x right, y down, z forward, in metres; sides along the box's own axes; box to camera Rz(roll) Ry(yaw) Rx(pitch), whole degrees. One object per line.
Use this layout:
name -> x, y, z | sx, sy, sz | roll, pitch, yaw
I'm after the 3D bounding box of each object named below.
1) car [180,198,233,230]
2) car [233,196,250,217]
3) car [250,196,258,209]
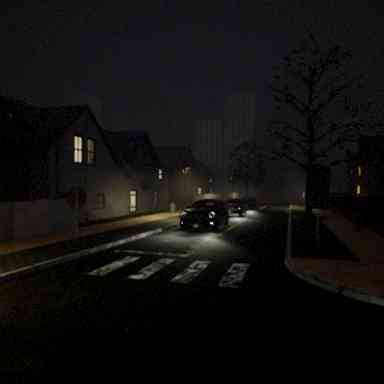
car -> 0.858, 1.206, 19.831 | 2.097, 1.767, 4.553 | 1, 1, 17
car -> 3.749, 1.314, 29.456 | 1.812, 1.442, 4.674 | 1, 1, 16
car -> 6.751, 1.213, 39.406 | 2.128, 1.511, 4.902 | 1, 1, 17
